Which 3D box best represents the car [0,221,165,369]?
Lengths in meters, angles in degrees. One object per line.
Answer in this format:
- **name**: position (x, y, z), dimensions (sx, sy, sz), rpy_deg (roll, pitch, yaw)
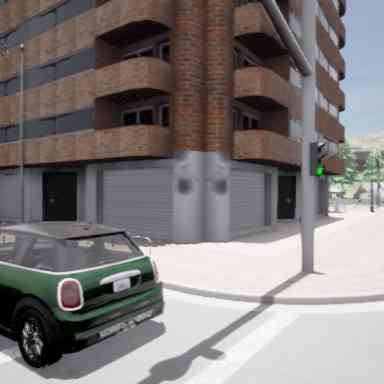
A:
- **car**: position (-2.719, 1.321, 5.932), dimensions (4.553, 1.767, 2.097), rpy_deg (0, 0, 36)
